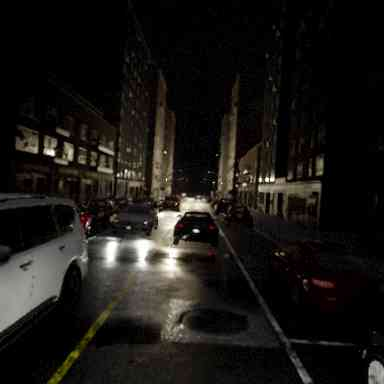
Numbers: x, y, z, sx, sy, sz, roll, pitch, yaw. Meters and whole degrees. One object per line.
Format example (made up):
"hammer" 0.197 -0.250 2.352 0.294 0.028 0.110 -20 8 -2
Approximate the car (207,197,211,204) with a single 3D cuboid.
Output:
"car" 3.814 1.881 51.939 1.947 1.339 4.313 3 0 1

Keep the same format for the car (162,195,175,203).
"car" -4.464 1.385 63.162 1.947 1.339 4.313 3 0 1

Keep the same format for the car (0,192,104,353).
"car" -3.096 1.033 4.234 2.150 2.045 5.566 4 0 1

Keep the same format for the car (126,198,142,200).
"car" -5.261 1.146 24.456 1.967 1.590 4.097 3 0 1

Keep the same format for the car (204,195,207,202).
"car" 4.274 1.923 74.052 1.887 1.381 4.507 3 0 1

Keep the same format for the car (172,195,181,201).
"car" -4.004 1.425 85.280 1.887 1.381 4.507 3 0 1

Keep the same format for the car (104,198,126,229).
"car" -5.376 1.130 18.927 1.967 1.590 4.097 3 0 1

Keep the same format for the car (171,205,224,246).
"car" 0.218 1.597 15.819 1.994 1.385 4.181 4 0 1

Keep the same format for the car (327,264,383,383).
"car" 2.781 1.724 2.187 2.008 1.369 4.403 3 0 1

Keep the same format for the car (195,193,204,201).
"car" 1.762 1.639 89.607 2.033 1.411 5.357 4 0 1

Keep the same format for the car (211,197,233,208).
"car" 3.483 1.581 35.355 2.192 1.841 5.009 3 0 1

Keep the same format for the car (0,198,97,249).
"car" -5.491 1.115 13.398 1.967 1.590 4.097 3 0 1

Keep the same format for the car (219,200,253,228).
"car" 3.246 1.674 24.299 1.967 1.590 4.097 3 0 1

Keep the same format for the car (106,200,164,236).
"car" -2.834 1.372 17.585 1.812 1.442 4.674 4 0 1

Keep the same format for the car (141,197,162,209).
"car" -4.923 1.320 41.044 1.947 1.339 4.313 3 0 1

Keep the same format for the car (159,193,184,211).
"car" -2.334 1.257 36.837 2.097 1.767 4.553 4 0 1

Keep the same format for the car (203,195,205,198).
"car" 4.389 1.945 79.580 2.008 1.369 4.403 3 0 1

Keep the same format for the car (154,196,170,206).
"car" -4.693 1.338 52.103 2.008 1.369 4.403 3 0 1

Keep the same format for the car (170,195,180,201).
"car" -4.118 1.416 79.751 2.008 1.369 4.403 3 0 1

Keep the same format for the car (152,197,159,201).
"car" -5.039 1.319 35.515 1.802 1.307 4.206 3 0 1

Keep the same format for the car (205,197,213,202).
"car" 4.617 2.006 90.636 1.802 1.307 4.206 3 0 1

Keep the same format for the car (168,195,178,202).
"car" -4.233 1.395 74.221 1.887 1.381 4.507 3 0 1

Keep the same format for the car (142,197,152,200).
"car" -5.153 1.287 29.985 1.947 1.339 4.313 3 0 1

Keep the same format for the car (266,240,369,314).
"car" 2.895 1.770 7.715 1.802 1.307 4.206 3 0 1
